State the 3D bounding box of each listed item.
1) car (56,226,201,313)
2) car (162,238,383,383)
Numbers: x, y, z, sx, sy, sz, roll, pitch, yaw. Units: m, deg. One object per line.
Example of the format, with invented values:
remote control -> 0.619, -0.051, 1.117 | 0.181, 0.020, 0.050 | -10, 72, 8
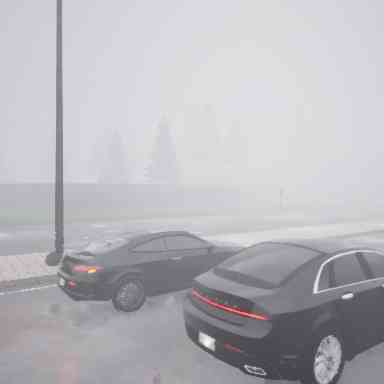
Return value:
car -> -0.593, 1.526, 7.627 | 4.674, 1.442, 1.812 | 0, 0, -35
car -> 2.143, 1.503, 5.278 | 4.892, 1.490, 1.837 | 1, 0, -35
